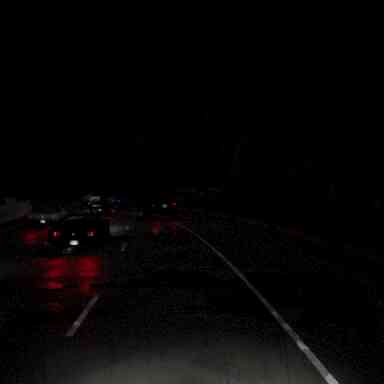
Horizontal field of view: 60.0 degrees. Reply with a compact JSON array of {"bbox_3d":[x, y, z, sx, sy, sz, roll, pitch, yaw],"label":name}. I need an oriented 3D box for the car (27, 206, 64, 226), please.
[{"bbox_3d":[-9.984,1.586,23.231,1.895,1.301,4.718,0,0,-14],"label":"car"}]

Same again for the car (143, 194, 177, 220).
[{"bbox_3d":[-2.817,1.185,28.432,2.150,2.045,5.566,0,0,-16],"label":"car"}]

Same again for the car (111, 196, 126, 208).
[{"bbox_3d":[-10.762,1.301,46.673,2.097,1.767,4.553,0,0,-27],"label":"car"}]

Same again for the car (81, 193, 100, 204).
[{"bbox_3d":[-17.965,1.165,59.274,2.150,2.045,5.566,0,0,-35],"label":"car"}]

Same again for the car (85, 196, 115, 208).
[{"bbox_3d":[-9.176,1.460,32.805,2.128,1.511,4.902,0,0,-18],"label":"car"}]

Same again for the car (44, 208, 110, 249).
[{"bbox_3d":[-4.712,1.588,14.546,1.895,1.301,4.718,0,0,-9],"label":"car"}]
